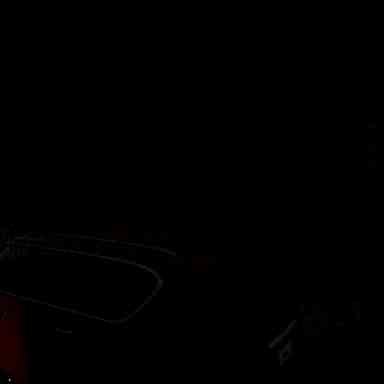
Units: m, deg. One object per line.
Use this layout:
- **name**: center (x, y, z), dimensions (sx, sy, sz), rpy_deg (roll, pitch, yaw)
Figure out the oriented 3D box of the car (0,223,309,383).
- **car**: center (-1.228, 1.318, 3.946), dimensions (5.009, 1.841, 2.192), rpy_deg (0, 1, 36)
